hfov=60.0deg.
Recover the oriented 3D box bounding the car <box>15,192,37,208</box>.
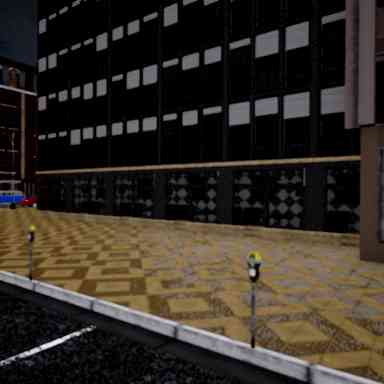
[{"bbox_3d":[-16.941,1.027,37.521,1.887,1.381,4.507,1,2,35],"label":"car"}]

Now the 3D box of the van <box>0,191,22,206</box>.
[{"bbox_3d":[-23.419,0.754,42.001,1.690,1.788,3.998,2,2,35],"label":"van"}]

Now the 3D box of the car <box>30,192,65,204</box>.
[{"bbox_3d":[-20.186,0.783,46.643,1.967,1.590,4.097,2,2,35],"label":"car"}]
